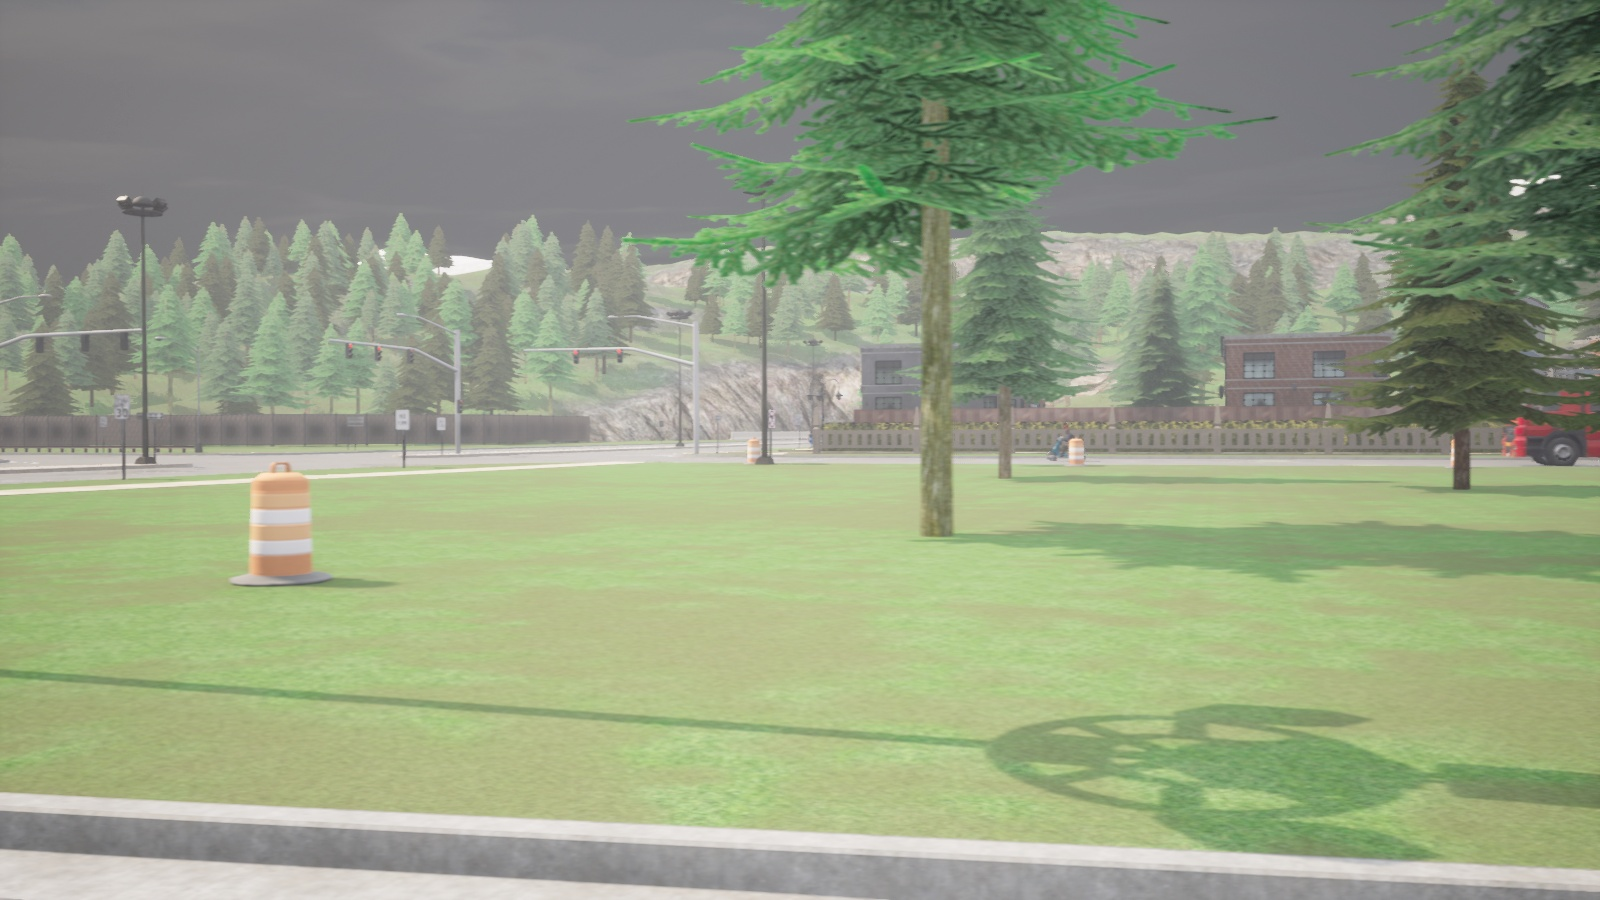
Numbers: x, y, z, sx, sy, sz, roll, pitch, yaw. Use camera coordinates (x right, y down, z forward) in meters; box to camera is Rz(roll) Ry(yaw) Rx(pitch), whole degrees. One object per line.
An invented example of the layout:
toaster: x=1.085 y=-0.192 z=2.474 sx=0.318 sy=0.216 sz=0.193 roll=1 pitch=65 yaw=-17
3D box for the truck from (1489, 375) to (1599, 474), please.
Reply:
truck: x=32.381 y=-1.013 z=49.773 sx=8.468 sy=3.827 sz=2.891 roll=1 pitch=1 yaw=18

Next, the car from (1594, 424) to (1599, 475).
car: x=31.778 y=0.001 z=46.299 sx=3.866 sy=1.878 sz=1.905 roll=1 pitch=1 yaw=18

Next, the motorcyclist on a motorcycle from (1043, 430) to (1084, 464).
motorcyclist on a motorcycle: x=12.618 y=-0.135 z=60.068 sx=1.817 sy=1.590 sz=0.866 roll=1 pitch=1 yaw=18
